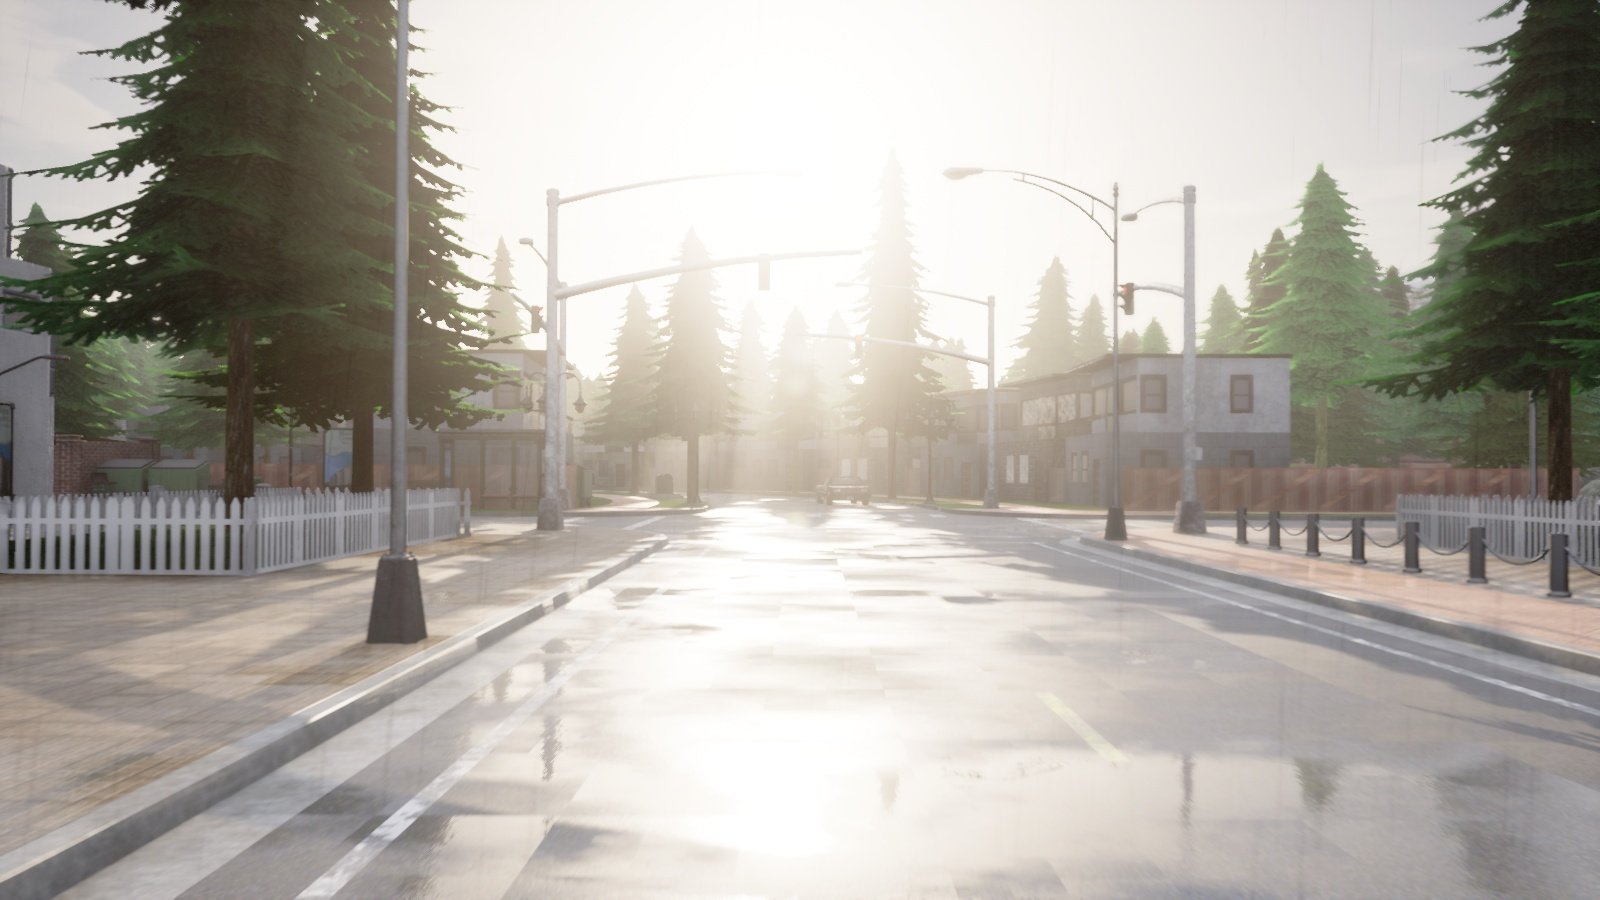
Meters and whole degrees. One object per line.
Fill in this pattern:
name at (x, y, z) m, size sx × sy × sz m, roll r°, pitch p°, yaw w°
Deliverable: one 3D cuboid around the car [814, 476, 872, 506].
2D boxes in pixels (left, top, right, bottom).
car at (1.922, 1.835, 57.374) m, size 1.895 × 1.301 × 4.718 m, roll 0°, pitch -1°, yaw -8°
